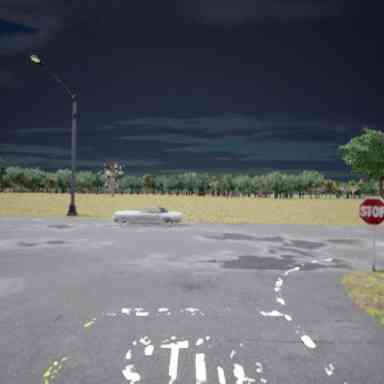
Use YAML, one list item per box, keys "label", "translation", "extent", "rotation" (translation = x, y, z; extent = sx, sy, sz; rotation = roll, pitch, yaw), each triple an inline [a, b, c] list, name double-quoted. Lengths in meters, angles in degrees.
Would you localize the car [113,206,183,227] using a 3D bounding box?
- label: "car"
  translation: [-2.976, 1.633, 22.992]
  extent: [4.718, 1.301, 1.895]
  rotation: [1, 1, 0]
